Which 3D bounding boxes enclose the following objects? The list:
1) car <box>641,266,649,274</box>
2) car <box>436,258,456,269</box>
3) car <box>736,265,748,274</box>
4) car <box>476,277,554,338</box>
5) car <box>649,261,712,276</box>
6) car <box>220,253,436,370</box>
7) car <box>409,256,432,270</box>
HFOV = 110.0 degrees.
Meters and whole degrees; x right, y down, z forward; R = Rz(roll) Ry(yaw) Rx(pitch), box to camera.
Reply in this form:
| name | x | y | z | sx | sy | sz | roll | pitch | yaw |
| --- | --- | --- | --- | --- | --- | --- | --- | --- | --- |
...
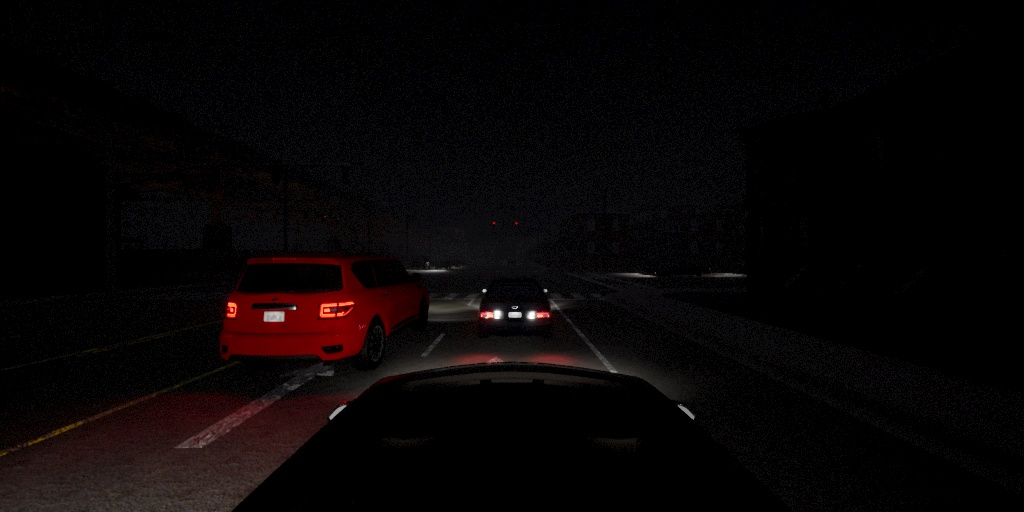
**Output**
| name | x | y | z | sx | sy | sz | roll | pitch | yaw |
| --- | --- | --- | --- | --- | --- | --- | --- | --- | --- |
| car | 17.097 | 1.297 | 39.380 | 5.357 | 1.411 | 2.033 | 0 | 0 | 2 |
| car | -10.586 | 1.240 | 55.395 | 2.128 | 1.511 | 4.902 | 0 | 0 | 0 |
| car | 27.330 | 1.252 | 39.386 | 4.892 | 1.490 | 1.837 | -1 | 0 | 0 |
| car | 0.081 | 1.297 | 10.130 | 2.033 | 1.411 | 5.357 | 0 | 0 | 0 |
| car | 16.992 | 1.297 | 35.895 | 5.357 | 1.411 | 2.033 | 0 | 0 | 0 |
| car | -3.427 | 0.971 | 7.877 | 2.150 | 2.045 | 5.566 | 0 | 0 | 0 |
| car | -14.082 | 0.970 | 55.602 | 2.150 | 2.045 | 5.566 | 0 | 0 | 0 |
